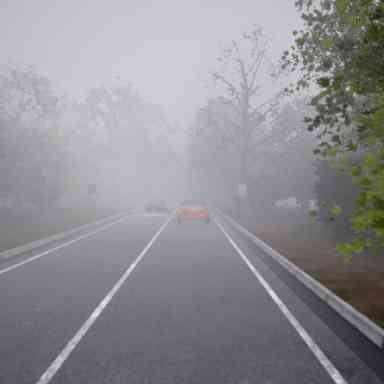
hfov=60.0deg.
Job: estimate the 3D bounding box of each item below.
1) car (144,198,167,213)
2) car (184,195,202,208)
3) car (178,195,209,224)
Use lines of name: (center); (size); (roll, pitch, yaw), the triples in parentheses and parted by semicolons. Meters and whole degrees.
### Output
car: (-3.534, 1.318, 33.614); (2.033, 1.411, 5.357); (0, 1, 1)
car: (0.093, 1.177, 42.104); (2.128, 1.511, 4.902); (0, 0, 0)
car: (0.096, 1.212, 23.850); (2.097, 1.767, 4.553); (0, 0, 0)
